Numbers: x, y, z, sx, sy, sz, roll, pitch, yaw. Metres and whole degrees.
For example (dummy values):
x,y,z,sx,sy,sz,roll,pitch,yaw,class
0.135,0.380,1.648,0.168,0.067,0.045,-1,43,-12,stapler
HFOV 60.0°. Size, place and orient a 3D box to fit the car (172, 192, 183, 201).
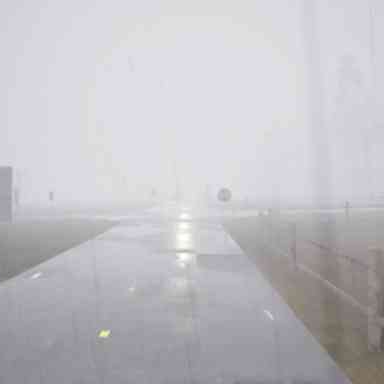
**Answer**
x,y,z,sx,sy,sz,roll,pitch,yaw,class
-2.764,0.784,65.401,2.097,1.767,4.553,0,0,0,car
